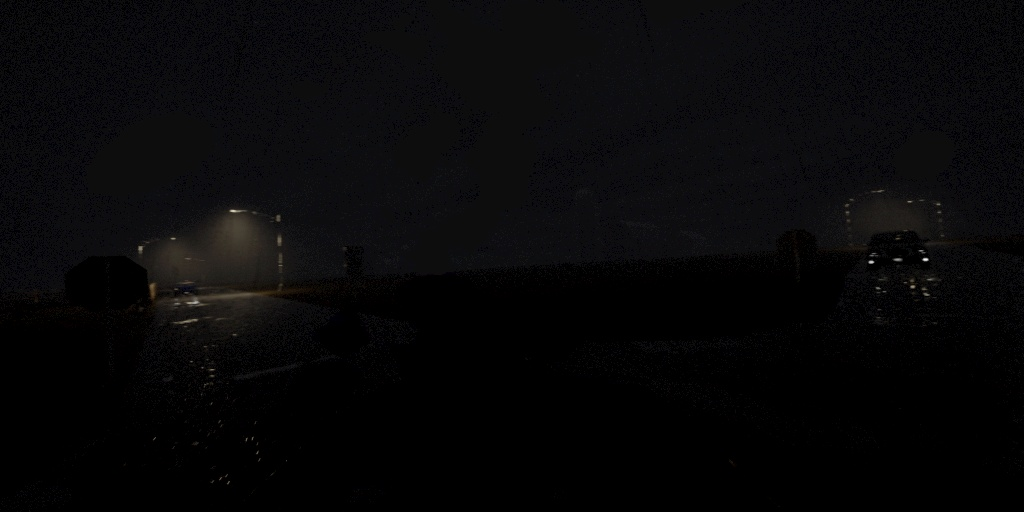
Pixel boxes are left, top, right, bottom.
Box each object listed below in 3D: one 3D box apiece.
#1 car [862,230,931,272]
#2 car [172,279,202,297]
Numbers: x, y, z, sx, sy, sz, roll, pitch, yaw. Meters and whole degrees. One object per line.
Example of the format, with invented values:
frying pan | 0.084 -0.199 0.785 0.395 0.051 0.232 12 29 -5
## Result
car | 20.628 -0.323 19.293 5.566 2.045 2.150 -4 -2 -44
car | -32.831 3.300 36.039 1.895 1.301 4.718 -2 -1 -44
